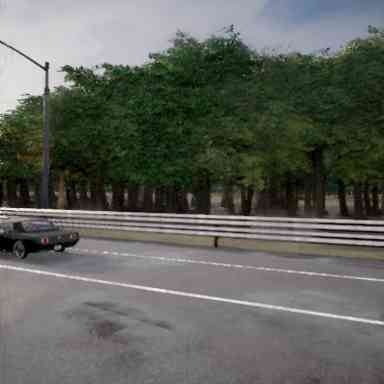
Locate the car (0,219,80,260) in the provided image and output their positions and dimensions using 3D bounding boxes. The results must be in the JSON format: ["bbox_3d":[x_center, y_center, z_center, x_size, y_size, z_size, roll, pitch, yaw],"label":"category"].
[{"bbox_3d":[-6.661,1.668,12.695,4.718,1.301,1.895,0,-1,28],"label":"car"}]
